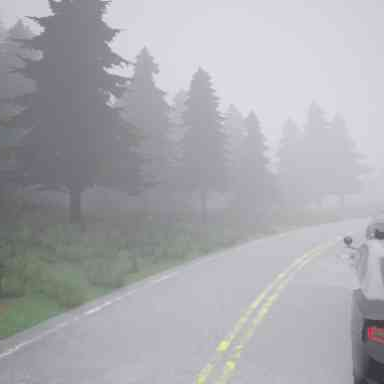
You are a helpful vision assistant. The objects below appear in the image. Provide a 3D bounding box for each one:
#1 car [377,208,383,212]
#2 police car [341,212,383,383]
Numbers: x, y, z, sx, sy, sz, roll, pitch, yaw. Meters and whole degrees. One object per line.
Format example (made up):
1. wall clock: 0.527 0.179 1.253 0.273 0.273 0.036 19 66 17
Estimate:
1. car: 8.020 1.283 12.912 1.812 1.442 4.674 -5 -2 37
2. police car: 3.295 1.333 4.862 1.930 1.638 5.238 -3 -1 24
